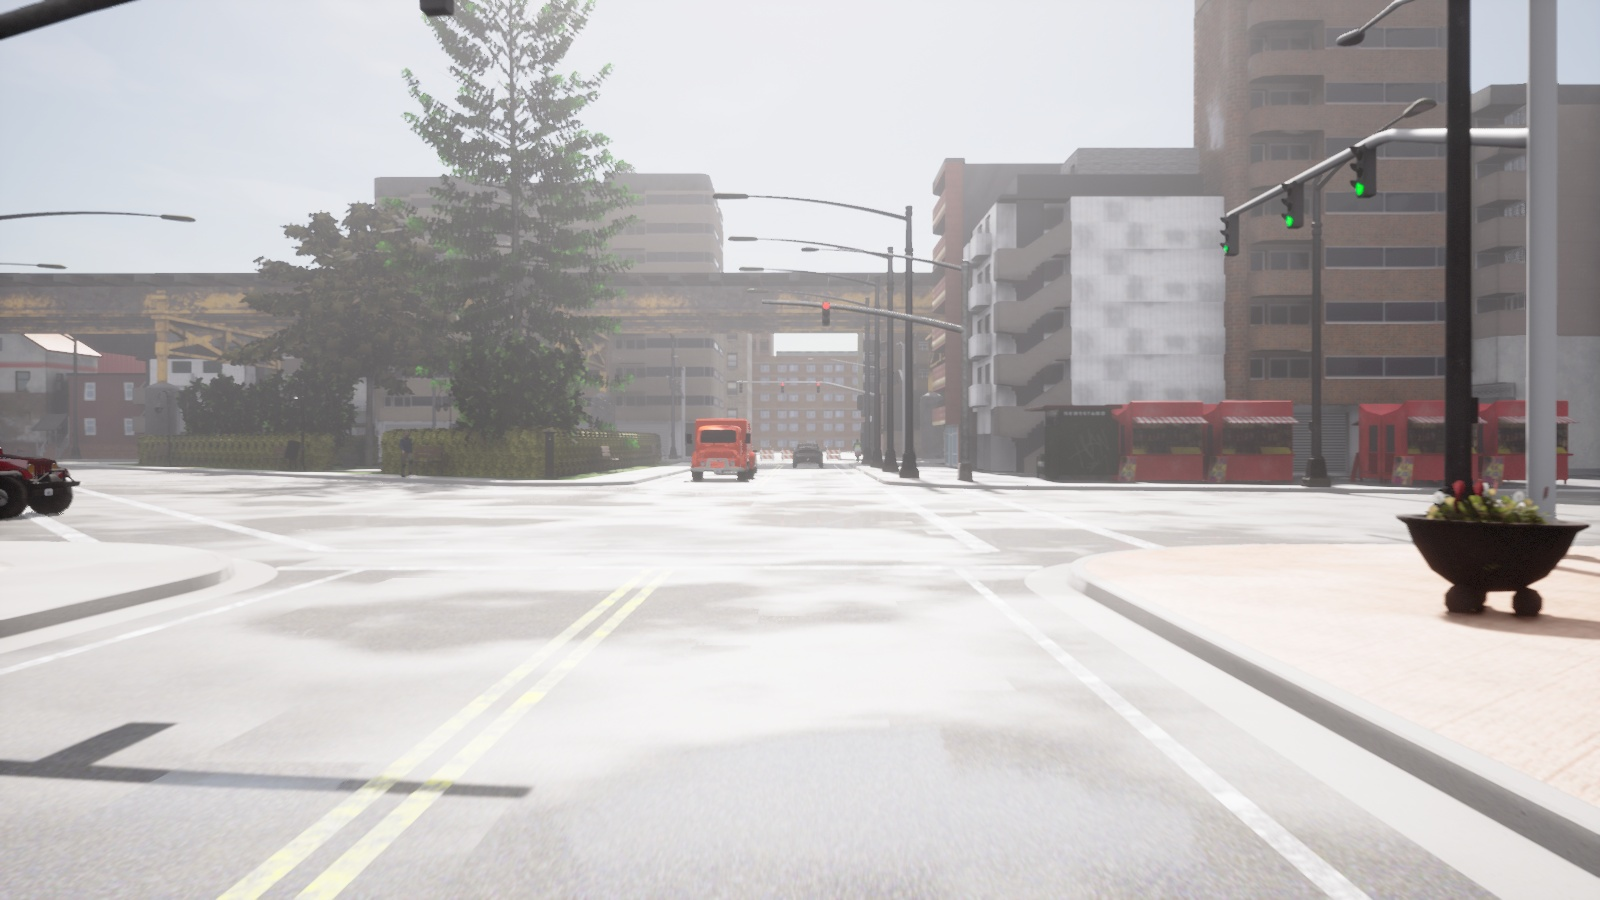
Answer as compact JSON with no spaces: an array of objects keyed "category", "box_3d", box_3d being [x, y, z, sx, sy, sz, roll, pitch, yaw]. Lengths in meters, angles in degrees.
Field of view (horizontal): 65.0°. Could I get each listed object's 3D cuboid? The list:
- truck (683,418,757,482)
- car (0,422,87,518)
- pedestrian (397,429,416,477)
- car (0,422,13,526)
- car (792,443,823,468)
[{"category":"truck","box_3d":[-3.179,-0.031,51.075,2.627,2.467,5.204,0,0,0]},{"category":"car","box_3d":[-16.869,0.378,25.337,3.866,1.878,1.905,0,0,-1]},{"category":"pedestrian","box_3d":[-15.137,0.114,48.298,0.402,1.842,0.726,0,0,-42]},{"category":"car","box_3d":[-16.581,0.416,21.808,4.605,1.855,1.932,0,0,0]},{"category":"car","box_3d":[0.474,0.319,76.737,1.837,1.490,4.892,0,0,0]}]
